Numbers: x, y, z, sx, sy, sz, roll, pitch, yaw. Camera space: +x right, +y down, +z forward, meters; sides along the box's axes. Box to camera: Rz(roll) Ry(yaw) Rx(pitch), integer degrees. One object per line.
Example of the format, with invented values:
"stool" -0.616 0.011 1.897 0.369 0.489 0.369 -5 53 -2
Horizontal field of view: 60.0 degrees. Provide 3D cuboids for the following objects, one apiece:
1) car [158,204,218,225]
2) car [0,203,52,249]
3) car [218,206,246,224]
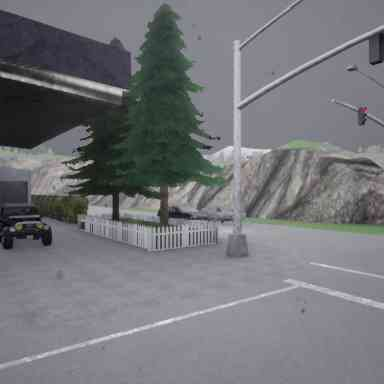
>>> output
"car" -0.620 1.668 24.333 1.882 1.535 5.008 0 0 -36
"car" -8.053 1.504 15.798 1.905 1.878 3.866 0 0 -37
"car" 1.994 1.792 26.688 1.895 1.301 4.718 0 0 -36
